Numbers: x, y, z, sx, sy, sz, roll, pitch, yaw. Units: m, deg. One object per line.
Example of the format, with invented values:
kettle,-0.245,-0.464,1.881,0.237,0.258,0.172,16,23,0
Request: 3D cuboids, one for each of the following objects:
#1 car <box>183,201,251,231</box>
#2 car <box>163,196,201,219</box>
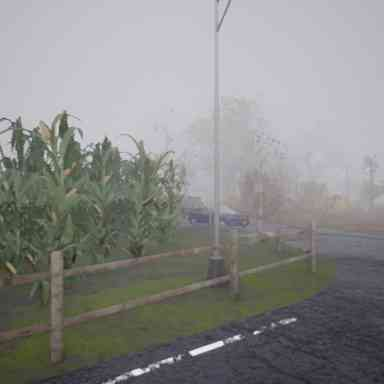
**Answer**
car,1.723,1.599,21.889,1.882,1.535,5.008,0,0,-34
car,-1.111,1.398,31.260,2.150,2.045,5.566,0,0,-35
